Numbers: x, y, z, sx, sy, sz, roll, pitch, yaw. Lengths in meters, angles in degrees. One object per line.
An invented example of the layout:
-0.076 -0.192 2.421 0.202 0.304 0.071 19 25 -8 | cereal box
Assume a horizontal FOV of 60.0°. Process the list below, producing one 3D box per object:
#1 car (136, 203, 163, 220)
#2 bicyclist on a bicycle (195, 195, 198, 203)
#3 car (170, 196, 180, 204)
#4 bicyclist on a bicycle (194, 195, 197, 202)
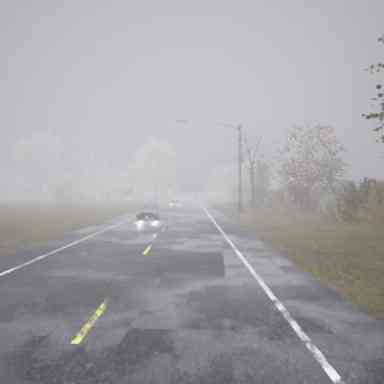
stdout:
-3.621 1.630 29.142 2.033 1.411 5.357 0 0 0 | car
0.896 1.604 73.935 0.866 1.612 1.509 0 0 0 | bicyclist on a bicycle
-3.559 1.679 70.090 1.812 1.442 4.674 0 0 0 | car
0.893 1.632 82.937 0.582 1.620 1.656 0 0 0 | bicyclist on a bicycle
